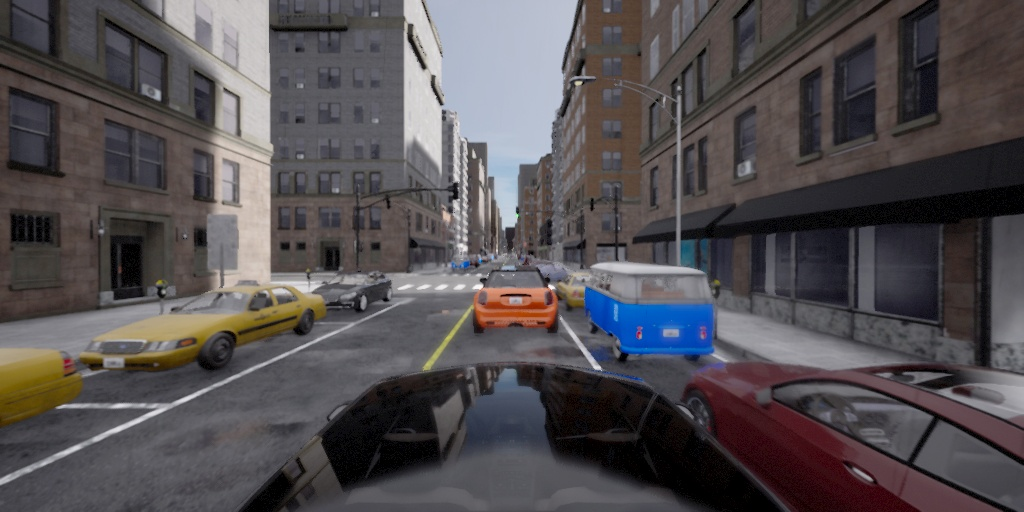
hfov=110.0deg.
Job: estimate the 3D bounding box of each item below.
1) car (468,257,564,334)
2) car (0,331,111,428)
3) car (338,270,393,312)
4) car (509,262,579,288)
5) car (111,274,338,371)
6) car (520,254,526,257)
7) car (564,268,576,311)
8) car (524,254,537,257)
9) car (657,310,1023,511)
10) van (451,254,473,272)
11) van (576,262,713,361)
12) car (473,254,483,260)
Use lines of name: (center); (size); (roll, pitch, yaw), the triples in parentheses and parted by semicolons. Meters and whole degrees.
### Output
car: (0.094, 1.040, 10.514); (2.097, 1.767, 4.553); (0, 0, 0)
car: (-5.857, 1.272, 2.016); (1.751, 1.417, 4.829); (0, 0, 0)
car: (-5.853, 1.216, 13.523); (2.007, 1.370, 4.403); (0, 0, 0)
car: (2.287, 1.144, 23.761); (2.033, 1.411, 5.357); (0, 0, 38)
car: (-5.855, 1.232, 7.686); (1.751, 1.417, 4.829); (0, 0, 0)
car: (2.686, 0.697, 51.903); (2.192, 1.841, 5.009); (0, 0, 0)
car: (2.672, 1.191, 13.708); (1.751, 1.417, 4.829); (0, 0, 0)
car: (2.682, 0.907, 40.733); (1.967, 1.591, 4.097); (0, 0, 0)
car: (2.668, 1.329, 2.198); (1.802, 1.307, 4.207); (0, 0, 0)
van: (-5.844, 0.808, 40.718); (1.690, 1.789, 3.998); (0, 0, 0)
van: (2.670, 1.048, 7.869); (1.690, 1.789, 3.998); (0, 0, 0)
car: (-5.840, 0.697, 51.891); (2.192, 1.841, 5.009); (0, 0, 0)
